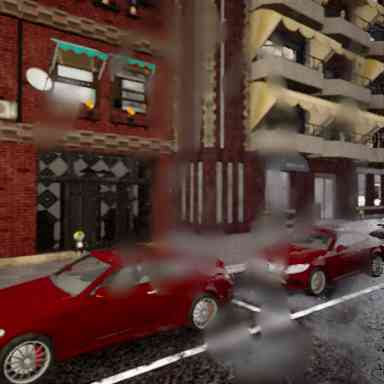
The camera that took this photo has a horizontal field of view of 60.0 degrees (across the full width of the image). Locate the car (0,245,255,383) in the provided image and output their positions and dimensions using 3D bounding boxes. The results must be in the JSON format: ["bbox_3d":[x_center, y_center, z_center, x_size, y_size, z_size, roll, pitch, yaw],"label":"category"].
[{"bbox_3d":[-1.195,1.570,5.236,4.206,1.307,1.802,0,1,-35],"label":"car"}]

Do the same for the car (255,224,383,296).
[{"bbox_3d":[3.323,1.536,8.459,4.206,1.307,1.802,0,1,-35],"label":"car"}]
